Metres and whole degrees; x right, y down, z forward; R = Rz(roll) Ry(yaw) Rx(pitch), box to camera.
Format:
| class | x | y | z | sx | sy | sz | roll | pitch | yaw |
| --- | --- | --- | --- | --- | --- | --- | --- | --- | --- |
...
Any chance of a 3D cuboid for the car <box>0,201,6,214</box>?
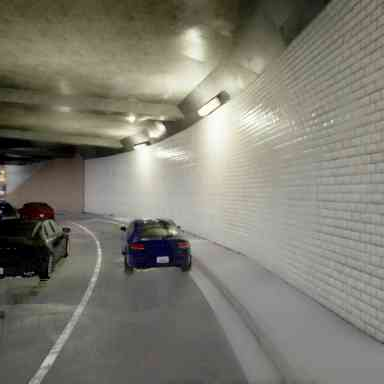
| class | x | y | z | sx | sy | sz | roll | pitch | yaw |
| --- | --- | --- | --- | --- | --- | --- | --- | --- | --- |
| car | -11.881 | 1.477 | 18.865 | 1.882 | 1.535 | 5.008 | 0 | 0 | -27 |

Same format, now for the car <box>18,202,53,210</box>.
| class | x | y | z | sx | sy | sz | roll | pitch | yaw |
| --- | --- | --- | --- | --- | --- | --- | --- | --- | --- |
| car | -11.773 | 1.477 | 24.945 | 1.882 | 1.535 | 5.008 | 0 | 0 | -35 |

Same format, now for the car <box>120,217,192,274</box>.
| class | x | y | z | sx | sy | sz | roll | pitch | yaw |
| --- | --- | --- | --- | --- | --- | --- | --- | --- | --- |
| car | -1.253 | 1.525 | 10.549 | 1.812 | 1.442 | 4.674 | 0 | 0 | -13 |

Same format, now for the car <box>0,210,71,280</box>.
| class | x | y | z | sx | sy | sz | roll | pitch | yaw |
| --- | --- | --- | --- | --- | --- | --- | --- | --- | --- |
| car | -4.813 | 1.505 | 9.718 | 1.837 | 1.490 | 4.892 | 0 | 0 | -12 |

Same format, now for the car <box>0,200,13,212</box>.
| class | x | y | z | sx | sy | sz | roll | pitch | yaw |
| --- | --- | --- | --- | --- | --- | --- | --- | --- | --- |
| car | -20.977 | 1.563 | 36.113 | 1.994 | 1.385 | 4.181 | 0 | 0 | -42 |
